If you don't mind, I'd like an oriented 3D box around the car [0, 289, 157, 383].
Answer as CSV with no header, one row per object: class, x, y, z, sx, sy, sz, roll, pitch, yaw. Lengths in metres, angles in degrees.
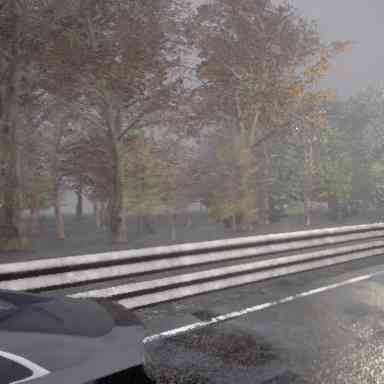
car,-2.540,1.493,1.872,4.902,1.511,2.128,0,0,-35
